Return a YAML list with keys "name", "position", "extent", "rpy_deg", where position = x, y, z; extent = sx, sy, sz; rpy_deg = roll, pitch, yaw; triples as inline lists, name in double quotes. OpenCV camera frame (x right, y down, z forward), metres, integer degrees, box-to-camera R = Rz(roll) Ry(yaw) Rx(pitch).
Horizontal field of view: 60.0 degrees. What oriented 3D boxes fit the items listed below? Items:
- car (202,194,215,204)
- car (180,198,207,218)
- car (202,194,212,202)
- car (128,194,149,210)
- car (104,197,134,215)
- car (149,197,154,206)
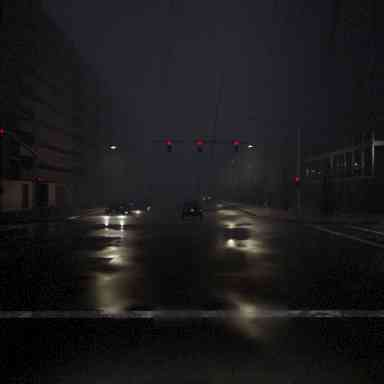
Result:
- name: "car"
  position: [3.419, 1.491, 64.627]
  extent: [2.128, 1.511, 4.902]
  rpy_deg: [0, 0, 1]
- name: "car"
  position: [-0.079, 1.546, 29.671]
  extent: [2.033, 1.411, 5.357]
  rpy_deg: [0, 0, -2]
- name: "car"
  position: [3.418, 1.355, 74.492]
  extent: [2.097, 1.767, 4.553]
  rpy_deg: [0, 0, 1]
- name: "car"
  position: [-7.480, 1.221, 44.042]
  extent: [2.150, 2.045, 5.566]
  rpy_deg: [0, 0, 1]
- name: "car"
  position: [-7.488, 1.526, 34.132]
  extent: [1.812, 1.442, 4.674]
  rpy_deg: [0, 0, 0]
- name: "car"
  position: [-7.375, 1.547, 54.506]
  extent: [2.033, 1.411, 5.357]
  rpy_deg: [0, 0, 1]
